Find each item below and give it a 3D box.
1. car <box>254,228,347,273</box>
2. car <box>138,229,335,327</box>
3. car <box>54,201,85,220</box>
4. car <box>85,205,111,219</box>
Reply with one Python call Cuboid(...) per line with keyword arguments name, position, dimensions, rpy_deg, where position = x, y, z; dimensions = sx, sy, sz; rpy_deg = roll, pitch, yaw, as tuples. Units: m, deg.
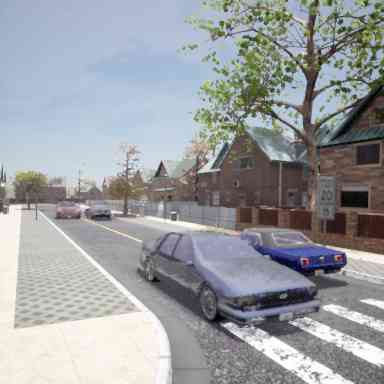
Cuboid(name="car", position=(2.250, 1.788, 10.453), dimensions=(1.895, 1.301, 4.718), rpy_deg=(2, -1, -27))
Cuboid(name="car", position=(0.329, 1.634, 7.733), dimensions=(2.033, 1.411, 5.357), rpy_deg=(2, -1, -27))
Cuboid(name="car", position=(-11.991, 1.697, 31.917), dimensions=(2.097, 1.767, 4.553), rpy_deg=(2, -1, -27))
Cuboid(name="car", position=(-9.568, 1.982, 33.609), dimensions=(2.033, 1.411, 5.357), rpy_deg=(2, -1, -27))
